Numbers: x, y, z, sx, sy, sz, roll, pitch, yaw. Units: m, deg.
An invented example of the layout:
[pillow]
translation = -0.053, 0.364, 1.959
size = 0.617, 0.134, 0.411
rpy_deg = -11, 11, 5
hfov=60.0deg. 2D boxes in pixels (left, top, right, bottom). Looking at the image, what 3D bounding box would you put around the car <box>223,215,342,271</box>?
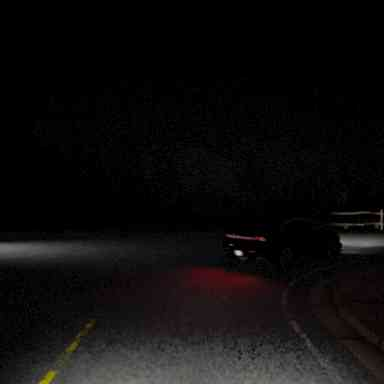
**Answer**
[car]
translation = 3.168, 1.520, 11.154
size = 4.902, 1.511, 2.128
rpy_deg = 0, -1, -41
